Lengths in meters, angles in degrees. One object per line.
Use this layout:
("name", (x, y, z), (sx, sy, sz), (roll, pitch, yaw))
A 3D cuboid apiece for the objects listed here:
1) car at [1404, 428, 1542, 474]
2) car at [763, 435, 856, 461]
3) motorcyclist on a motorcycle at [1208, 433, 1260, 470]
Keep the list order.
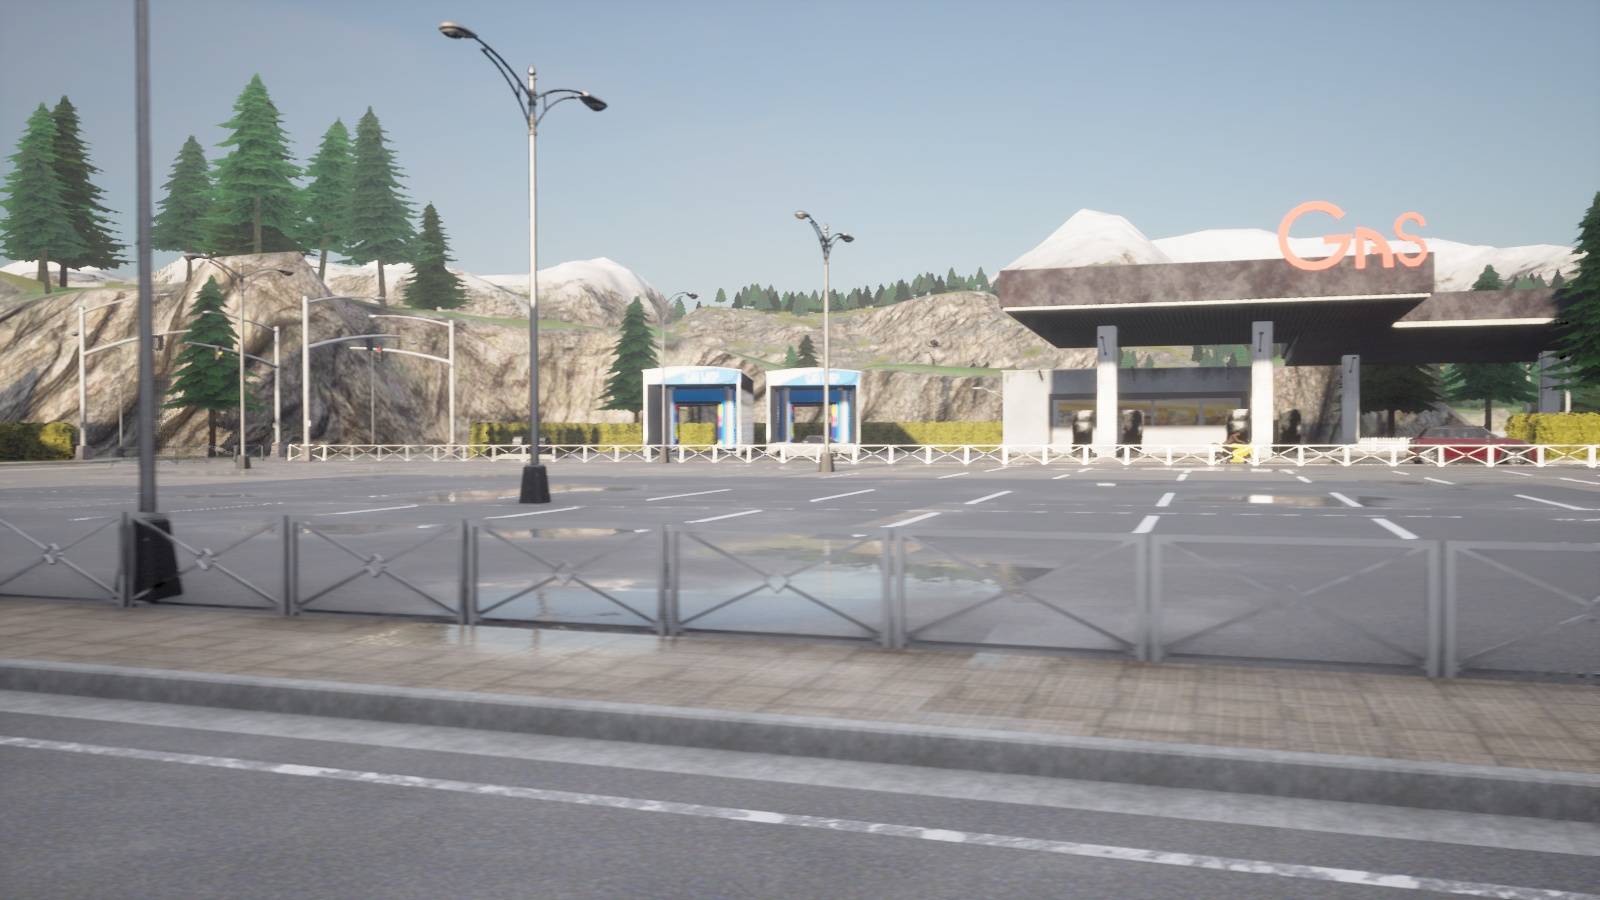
("car", (26.601, 0.003, 49.817), (4.553, 1.767, 2.097), (1, 1, 19))
("car", (0.536, -0.107, 65.666), (4.718, 1.301, 1.895), (0, 1, 4))
("motorcyclist on a motorcycle", (18.198, 0.048, 52.699), (2.044, 1.523, 0.797), (1, 1, 19))
